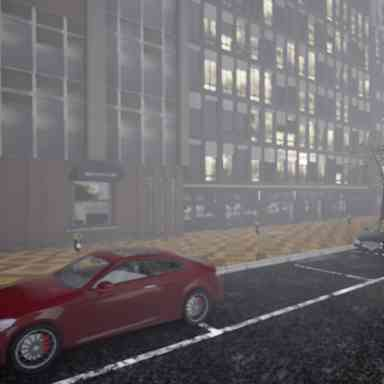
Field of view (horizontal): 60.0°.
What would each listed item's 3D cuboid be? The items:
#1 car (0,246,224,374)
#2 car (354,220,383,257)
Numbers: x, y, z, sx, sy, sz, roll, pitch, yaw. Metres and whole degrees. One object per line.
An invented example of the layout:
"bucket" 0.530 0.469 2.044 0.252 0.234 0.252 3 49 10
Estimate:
"car" -1.315 1.638 5.645 4.206 1.307 1.802 1 -1 -37
"car" 7.764 1.689 12.484 4.403 1.369 2.008 1 -1 -37
